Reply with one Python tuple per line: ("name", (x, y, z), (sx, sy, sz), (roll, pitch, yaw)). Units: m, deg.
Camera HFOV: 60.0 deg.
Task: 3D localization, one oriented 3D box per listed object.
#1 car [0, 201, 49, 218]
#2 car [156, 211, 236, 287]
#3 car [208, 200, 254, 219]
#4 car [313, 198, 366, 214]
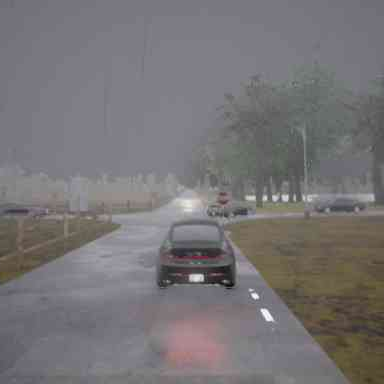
("car", (-15.412, 1.561, 29.839), (4.902, 1.511, 2.128), (0, -1, 1))
("car", (0.097, 1.532, 9.352), (1.837, 1.490, 4.892), (0, 0, 0))
("car", (3.317, 1.447, 27.840), (2.128, 1.511, 4.902), (-1, 0, 41))
("car", (14.486, 1.350, 32.895), (4.892, 1.490, 1.837), (-1, -1, 0))
